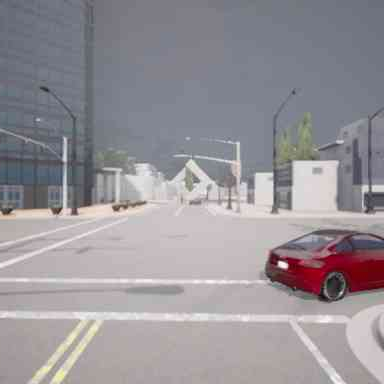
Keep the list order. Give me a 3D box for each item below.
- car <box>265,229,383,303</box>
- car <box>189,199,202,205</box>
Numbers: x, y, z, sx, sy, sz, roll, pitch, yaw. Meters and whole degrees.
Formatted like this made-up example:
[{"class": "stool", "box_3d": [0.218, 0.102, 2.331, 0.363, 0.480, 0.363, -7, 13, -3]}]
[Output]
[{"class": "car", "box_3d": [3.948, 1.617, 8.231, 4.181, 1.385, 1.994, 0, -1, -20]}, {"class": "car", "box_3d": [0.709, 2.019, 67.603, 1.895, 1.301, 4.718, 0, 0, 12]}]
